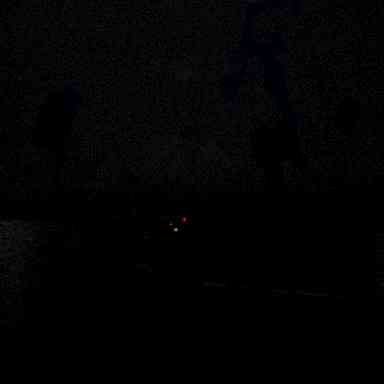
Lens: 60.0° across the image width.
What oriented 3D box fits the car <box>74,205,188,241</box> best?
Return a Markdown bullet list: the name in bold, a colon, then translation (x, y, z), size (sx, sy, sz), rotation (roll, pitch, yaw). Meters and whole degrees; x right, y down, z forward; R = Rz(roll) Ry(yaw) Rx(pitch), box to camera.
- **car**: translation (-2.689, 1.231, 14.239), size (4.718, 1.301, 1.895), rotation (0, 2, 22)
